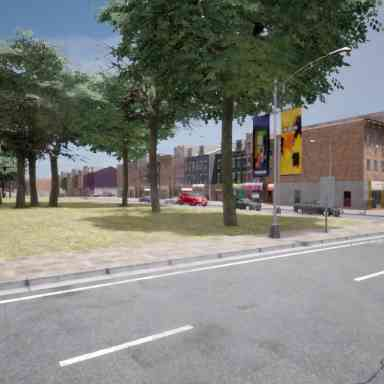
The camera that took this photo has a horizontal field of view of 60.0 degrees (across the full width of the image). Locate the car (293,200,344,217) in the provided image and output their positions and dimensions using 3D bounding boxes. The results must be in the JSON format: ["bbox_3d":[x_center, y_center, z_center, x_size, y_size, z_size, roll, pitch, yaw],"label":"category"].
[{"bbox_3d":[12.193,1.589,32.268,1.837,1.490,4.892,1,0,-35],"label":"car"}]

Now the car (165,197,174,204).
[{"bbox_3d":[-2.907,1.489,58.461,1.895,1.301,4.718,1,0,-35],"label":"car"}]

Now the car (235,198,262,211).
[{"bbox_3d":[6.363,1.497,40.457,1.837,1.490,4.892,1,0,-35],"label":"car"}]

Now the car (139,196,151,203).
[{"bbox_3d":[-8.779,1.402,66.612,2.033,1.411,5.357,1,0,-35],"label":"car"}]

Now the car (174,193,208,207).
[{"bbox_3d":[0.076,1.133,49.301,2.150,2.045,5.566,1,0,-35],"label":"car"}]
